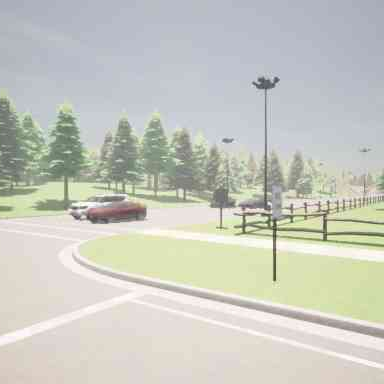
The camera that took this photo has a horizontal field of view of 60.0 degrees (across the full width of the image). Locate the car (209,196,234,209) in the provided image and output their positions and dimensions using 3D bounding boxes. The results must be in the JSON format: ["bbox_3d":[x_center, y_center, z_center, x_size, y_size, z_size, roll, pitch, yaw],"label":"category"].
[{"bbox_3d":[4.195,1.352,45.039,2.097,1.767,4.553,0,0,35],"label":"car"}]

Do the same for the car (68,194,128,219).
[{"bbox_3d":[-7.642,1.221,28.210,2.150,2.045,5.566,0,0,35],"label":"car"}]

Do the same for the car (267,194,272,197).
[{"bbox_3d":[13.476,1.009,58.087,2.097,1.767,4.553,0,0,35],"label":"car"}]

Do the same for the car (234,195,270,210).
[{"bbox_3d":[8.055,1.547,44.447,2.033,1.411,5.357,0,0,35],"label":"car"}]

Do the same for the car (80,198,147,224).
[{"bbox_3d":[-5.535,1.478,25.118,1.882,1.535,5.008,0,0,35],"label":"car"}]
